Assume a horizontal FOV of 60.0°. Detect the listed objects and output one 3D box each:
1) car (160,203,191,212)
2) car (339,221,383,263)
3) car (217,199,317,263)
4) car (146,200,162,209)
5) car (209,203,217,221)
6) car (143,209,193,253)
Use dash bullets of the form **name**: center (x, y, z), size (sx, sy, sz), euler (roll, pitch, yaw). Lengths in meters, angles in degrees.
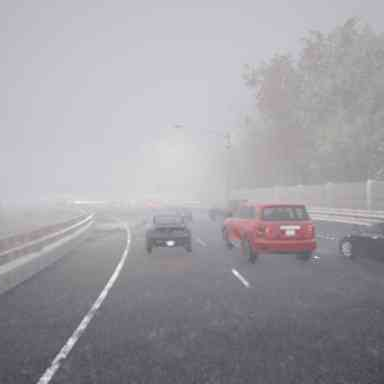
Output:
- **car**: center (-1.354, 2.010, 31.613), size (1.994, 1.385, 4.181), euler (0, -1, -17)
- **car**: center (6.524, 1.609, 10.347), size (1.837, 1.490, 4.892), euler (0, -1, -7)
- **car**: center (2.712, 1.385, 12.911), size (2.150, 2.045, 5.566), euler (0, -1, -7)
- **car**: center (-6.082, 2.142, 54.522), size (2.097, 1.767, 4.553), euler (0, -1, -21)
- **car**: center (3.167, 1.599, 28.658), size (2.150, 2.045, 5.566), euler (0, -1, -15)
- **car**: center (-1.145, 1.720, 14.965), size (1.837, 1.490, 4.892), euler (0, -1, -8)
